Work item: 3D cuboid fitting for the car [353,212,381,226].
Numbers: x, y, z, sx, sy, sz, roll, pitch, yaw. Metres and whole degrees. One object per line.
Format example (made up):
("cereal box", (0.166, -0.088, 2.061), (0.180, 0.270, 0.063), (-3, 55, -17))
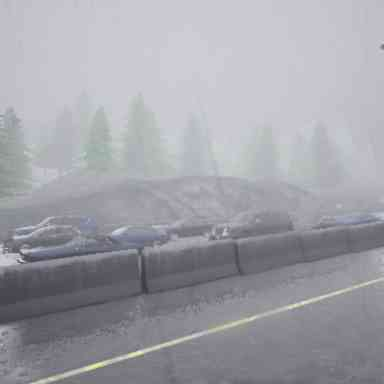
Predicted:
("car", (12.717, 2.355, 25.864), (5.008, 1.535, 1.882), (0, -3, -35))

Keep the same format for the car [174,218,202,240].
("car", (-0.522, 2.773, 25.025), (5.008, 1.535, 1.882), (0, -3, -36))

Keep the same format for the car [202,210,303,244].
("car", (3.622, 2.107, 19.403), (5.566, 2.045, 2.150), (0, -3, -35))

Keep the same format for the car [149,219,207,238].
("car", (-1.183, 3.102, 28.838), (4.718, 1.301, 1.895), (0, -3, -35))

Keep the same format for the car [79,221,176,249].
("car", (-3.509, 2.600, 18.588), (4.674, 1.442, 1.812), (0, -4, -36))

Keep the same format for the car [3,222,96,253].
("car", (-8.260, 2.763, 19.494), (4.892, 1.490, 1.837), (0, -4, -36))

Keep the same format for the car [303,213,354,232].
("car", (8.532, 2.380, 22.797), (4.902, 1.511, 2.128), (0, -3, -36))

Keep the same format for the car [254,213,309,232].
("car", (8.521, 2.834, 31.448), (5.357, 1.411, 2.033), (0, -3, -35))

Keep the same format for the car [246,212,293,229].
("car", (8.340, 2.972, 35.602), (4.902, 1.511, 2.128), (0, -3, -35))

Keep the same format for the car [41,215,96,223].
("car", (-9.286, 2.693, 23.082), (5.566, 2.045, 2.150), (0, -4, -35))

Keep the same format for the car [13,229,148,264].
("car", (-4.457, 2.448, 13.613), (4.718, 1.301, 1.895), (0, -4, -35))

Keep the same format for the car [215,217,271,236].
("car", (4.444, 2.898, 28.456), (4.718, 1.301, 1.895), (0, -3, -36))
